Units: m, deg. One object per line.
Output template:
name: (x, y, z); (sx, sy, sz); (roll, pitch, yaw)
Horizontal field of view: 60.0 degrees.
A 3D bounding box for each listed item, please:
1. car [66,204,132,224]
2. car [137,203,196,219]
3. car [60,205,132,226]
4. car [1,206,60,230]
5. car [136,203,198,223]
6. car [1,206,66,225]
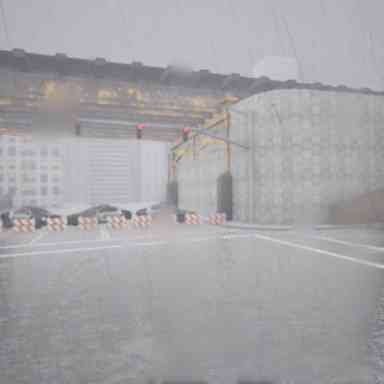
car: (-6.943, 1.584, 25.256); (1.853, 1.218, 4.536); (-1, -1, 38)
car: (-2.075, 1.543, 27.443); (4.536, 1.218, 1.853); (-1, 0, 13)
car: (-6.973, 1.741, 25.213); (2.038, 1.542, 4.974); (-1, -1, 38)
car: (-11.404, 1.784, 23.951); (4.974, 1.542, 2.038); (-1, -1, 28)
car: (-2.022, 1.700, 27.431); (4.974, 1.542, 2.038); (-1, 0, 13)
car: (-11.452, 1.627, 23.976); (4.536, 1.218, 1.853); (-1, -1, 28)
